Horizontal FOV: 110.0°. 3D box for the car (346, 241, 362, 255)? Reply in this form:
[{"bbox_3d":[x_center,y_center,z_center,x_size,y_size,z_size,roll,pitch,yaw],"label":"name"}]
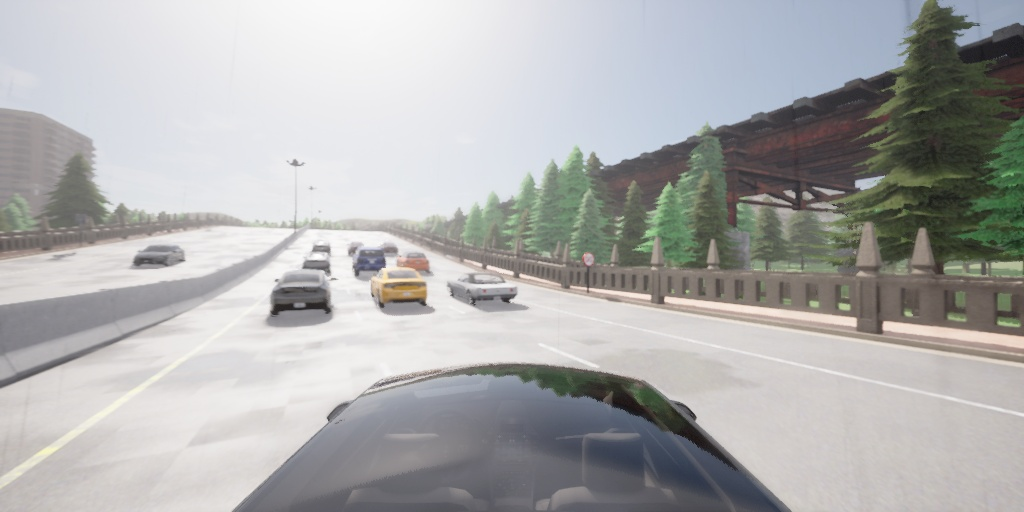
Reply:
[{"bbox_3d":[-17.661,-0.975,40.799,1.812,1.442,4.674,0,7,-27],"label":"car"}]

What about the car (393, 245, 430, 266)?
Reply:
[{"bbox_3d":[-8.333,0.347,30.087,2.097,1.767,4.553,0,5,-26],"label":"car"}]

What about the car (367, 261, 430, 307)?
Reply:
[{"bbox_3d":[-5.126,1.238,15.989,1.882,1.535,5.008,0,2,-26],"label":"car"}]

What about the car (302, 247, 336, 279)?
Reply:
[{"bbox_3d":[-14.583,0.454,26.929,2.128,1.511,4.902,0,5,-26],"label":"car"}]

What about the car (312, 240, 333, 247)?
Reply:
[{"bbox_3d":[-20.775,-1.023,39.199,2.128,1.511,4.902,0,7,-27],"label":"car"}]

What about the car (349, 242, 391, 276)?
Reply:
[{"bbox_3d":[-11.031,0.281,27.634,2.150,2.045,5.566,0,5,-27],"label":"car"}]

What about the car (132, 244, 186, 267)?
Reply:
[{"bbox_3d":[-26.459,-0.116,27.055,1.837,1.490,4.892,0,6,-26],"label":"car"}]

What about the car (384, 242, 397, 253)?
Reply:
[{"bbox_3d":[-14.502,-0.948,42.305,1.812,1.442,4.674,0,7,-27],"label":"car"}]

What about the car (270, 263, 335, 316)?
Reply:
[{"bbox_3d":[-7.915,1.266,13.732,1.837,1.490,4.892,0,2,-26],"label":"car"}]

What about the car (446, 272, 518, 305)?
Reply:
[{"bbox_3d":[-1.583,1.401,16.716,1.895,1.301,4.718,0,1,-27],"label":"car"}]
